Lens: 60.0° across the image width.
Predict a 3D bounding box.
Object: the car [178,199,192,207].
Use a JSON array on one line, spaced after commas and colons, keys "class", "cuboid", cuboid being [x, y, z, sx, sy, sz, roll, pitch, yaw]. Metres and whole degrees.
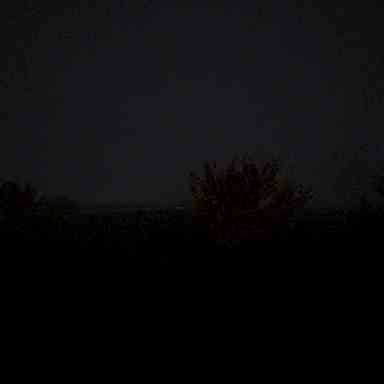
[{"class": "car", "cuboid": [-0.485, 2.026, 60.575, 2.128, 1.511, 4.902, -1, -1, 36]}]
